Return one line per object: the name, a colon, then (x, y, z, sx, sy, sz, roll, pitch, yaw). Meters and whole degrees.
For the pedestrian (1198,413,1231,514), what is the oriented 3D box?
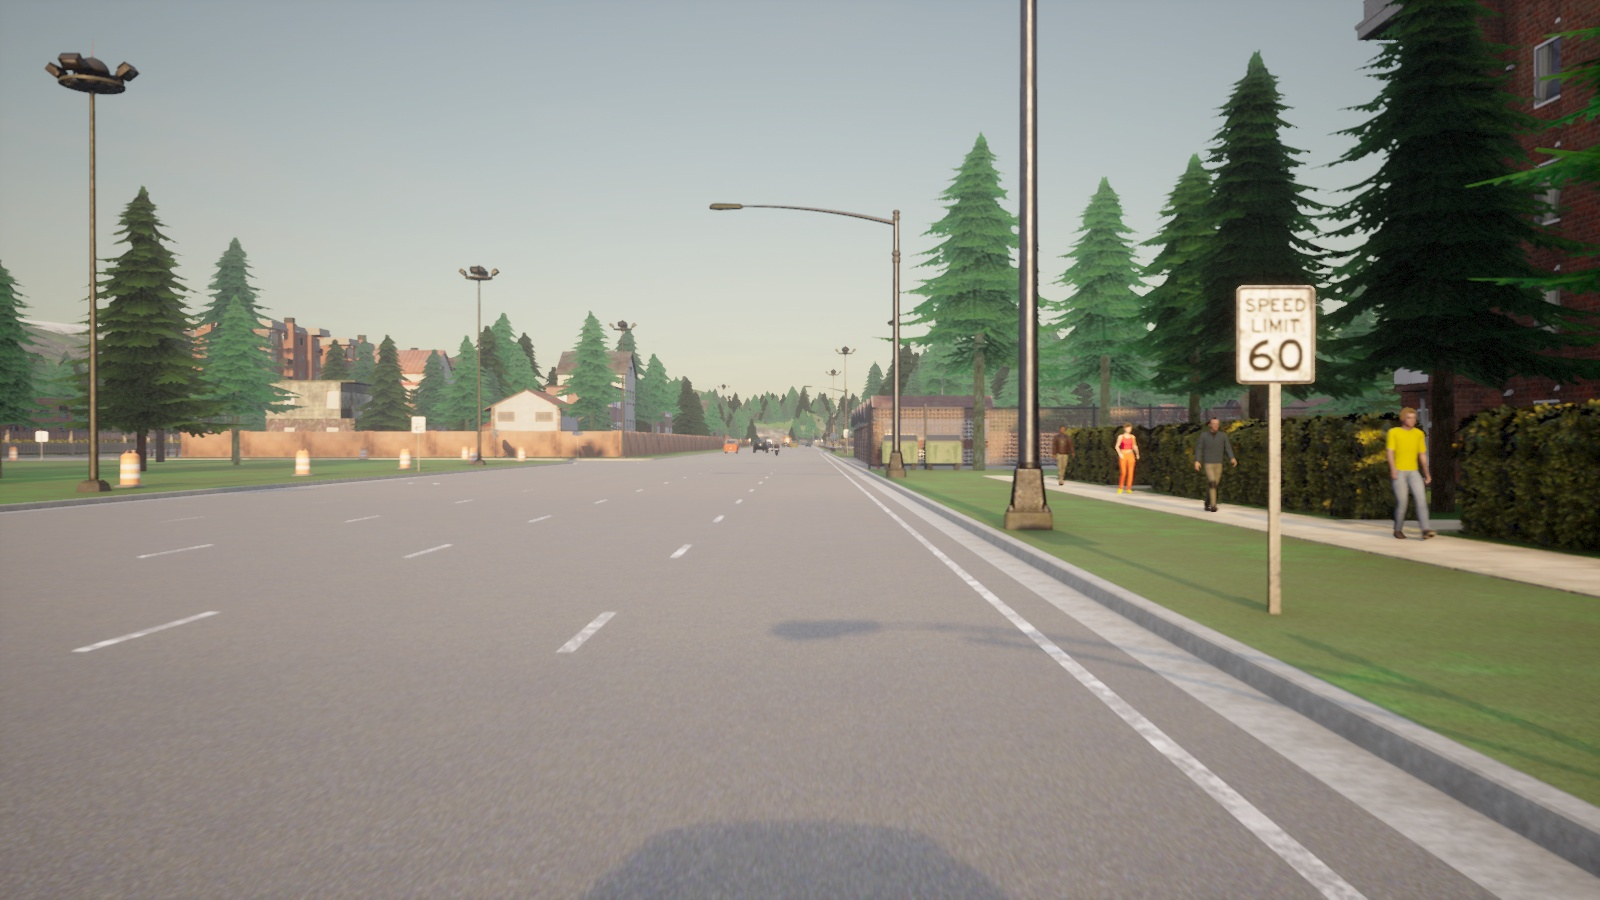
pedestrian: (7.720, 0.245, 23.406, 0.402, 1.842, 0.726, 0, 0, 2)

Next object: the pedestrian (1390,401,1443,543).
pedestrian: (8.175, 0.285, 16.664, 0.354, 1.836, 0.706, 0, 0, 1)

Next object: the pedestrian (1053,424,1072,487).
pedestrian: (7.765, 0.165, 37.199, 0.431, 1.840, 0.703, 0, 0, 0)

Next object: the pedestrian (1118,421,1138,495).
pedestrian: (8.276, 0.198, 31.688, 0.345, 1.836, 0.594, 0, 0, 0)
